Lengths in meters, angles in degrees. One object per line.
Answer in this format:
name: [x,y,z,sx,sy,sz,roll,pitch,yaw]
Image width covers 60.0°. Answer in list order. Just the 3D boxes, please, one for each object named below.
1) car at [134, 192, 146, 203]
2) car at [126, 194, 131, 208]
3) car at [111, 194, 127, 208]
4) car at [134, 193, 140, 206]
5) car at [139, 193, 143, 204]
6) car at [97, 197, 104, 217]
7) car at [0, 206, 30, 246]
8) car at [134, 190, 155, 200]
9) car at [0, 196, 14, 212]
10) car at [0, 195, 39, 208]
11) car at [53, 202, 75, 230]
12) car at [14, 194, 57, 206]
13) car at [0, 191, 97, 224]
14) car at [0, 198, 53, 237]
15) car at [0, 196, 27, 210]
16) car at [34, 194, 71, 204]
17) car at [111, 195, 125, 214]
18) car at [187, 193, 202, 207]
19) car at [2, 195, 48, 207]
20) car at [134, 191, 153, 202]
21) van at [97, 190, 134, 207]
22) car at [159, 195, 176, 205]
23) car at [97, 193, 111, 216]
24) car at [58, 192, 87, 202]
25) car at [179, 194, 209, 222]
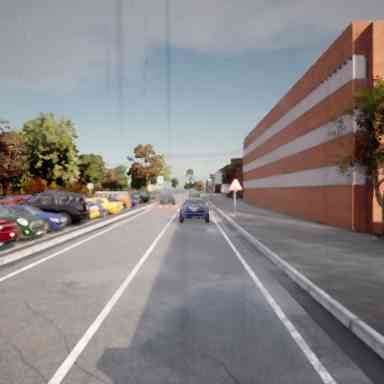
car: [-9.241,1.154,46.569,4.674,1.452,2.002,0,1,0]
car: [-9.260,1.269,35.267,4.674,1.452,2.002,0,1,0]
car: [-9.453,1.254,32.441,5.366,1.575,1.946,0,1,0]
car: [-9.224,1.201,40.918,4.792,1.488,2.163,0,1,0]
car: [-9.251,1.183,43.744,4.674,1.452,2.002,0,1,0]
car: [-9.468,1.340,23.965,5.366,1.575,1.946,0,1,0]
car: [-9.296,1.458,12.662,5.008,1.535,2.097,0,1,0]
car: [-9.196,0.738,57.869,5.566,2.045,2.435,0,1,0]
car: [-21.836,1.230,35.091,5.008,1.535,2.097,0,1,0]
car: [-21.817,1.172,40.863,5.008,1.535,2.097,0,1,0]
car: [-9.294,1.441,18.314,4.674,1.452,2.002,0,1,0]
car: [-21.808,1.116,46.510,4.892,1.521,2.231,0,1,0]
car: [-9.315,1.121,21.136,5.566,2.045,2.435,0,1,0]
car: [-9.328,1.304,15.486,4.553,1.767,2.185,0,1,0]
car: [-21.856,1.230,38.039,4.792,1.488,2.163,0,1,0]
car: [-21.813,1.056,52.157,4.892,1.521,2.231,0,1,0]
car: [-9.087,1.283,29.615,5.366,1.575,1.946,0,1,0]
car: [0.304,1.055,42.928,1.837,1.490,4.892,0,-6,0]
car: [-21.812,1.143,43.686,5.008,1.535,2.097,0,1,0]
car: [-9.228,1.054,52.219,5.008,1.535,2.097,0,1,0]
van: [-9.375,0.974,38.090,4.442,1.987,1.878,0,1,0]
car: [-3.130,1.086,43.230,1.837,1.490,4.892,0,-5,1]
car: [-9.309,1.189,26.789,4.553,1.767,2.185,0,1,0]
car: [-21.730,0.824,60.634,4.553,1.767,2.185,0,0,0]
car: [0.172,1.227,24.902,2.097,1.767,4.553,0,0,0]
